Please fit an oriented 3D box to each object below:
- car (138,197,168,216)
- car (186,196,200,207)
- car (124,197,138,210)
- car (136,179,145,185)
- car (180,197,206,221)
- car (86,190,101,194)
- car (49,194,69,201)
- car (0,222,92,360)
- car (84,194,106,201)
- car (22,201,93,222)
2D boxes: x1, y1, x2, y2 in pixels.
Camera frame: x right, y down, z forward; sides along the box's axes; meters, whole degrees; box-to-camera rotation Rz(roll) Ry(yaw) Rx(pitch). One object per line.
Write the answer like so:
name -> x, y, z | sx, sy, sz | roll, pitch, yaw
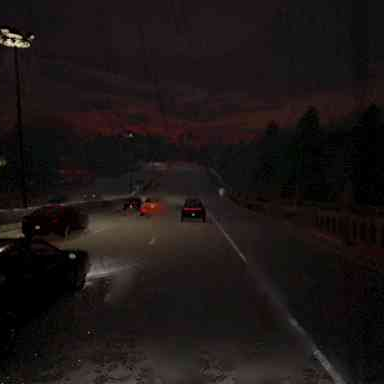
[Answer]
car -> -3.406, 1.255, 30.776 | 2.097, 1.767, 4.553 | 0, 0, 0
car -> 0.090, 1.367, 47.777 | 1.895, 1.301, 4.718 | 0, 2, 0
car -> -6.908, 1.372, 39.931 | 1.837, 1.490, 4.892 | 0, 0, 0
car -> -13.937, -2.797, 89.854 | 1.994, 1.385, 4.181 | 0, 7, 0
car -> 0.094, 1.408, 26.195 | 2.128, 1.511, 4.902 | 0, 0, 0
car -> -17.535, 0.564, 58.881 | 2.097, 1.767, 4.553 | 0, 4, 0
car -> -21.048, 1.094, 52.840 | 1.812, 1.442, 4.674 | 0, 3, 1
car -> -3.401, 1.537, 5.828 | 2.033, 1.411, 5.357 | 0, 0, 0
car -> -14.056, 1.344, 48.305 | 1.895, 1.301, 4.718 | 0, 2, 1
car -> -6.903, 1.428, 17.362 | 1.882, 1.535, 5.008 | 0, 0, 0
